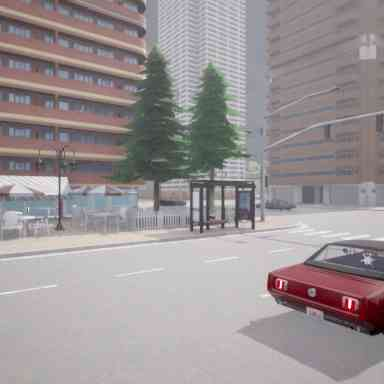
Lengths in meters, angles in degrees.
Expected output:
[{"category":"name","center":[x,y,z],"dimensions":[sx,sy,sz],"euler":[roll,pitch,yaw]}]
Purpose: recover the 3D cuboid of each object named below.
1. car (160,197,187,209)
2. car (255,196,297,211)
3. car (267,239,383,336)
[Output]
[{"category":"car","center":[-2.656,1.533,48.042],"dimensions":[1.882,1.535,5.008],"euler":[1,0,-38]},{"category":"car","center":[10.550,1.603,42.044],"dimensions":[2.033,1.411,5.357],"euler":[0,0,-36]},{"category":"car","center":[3.718,1.601,6.461],"dimensions":[4.718,1.301,1.895],"euler":[0,0,-36]}]
